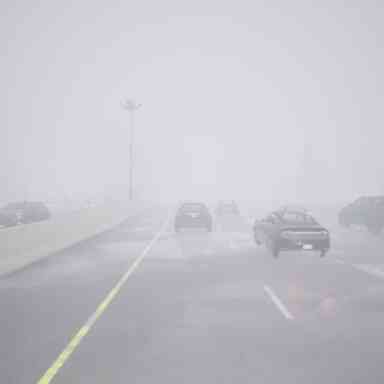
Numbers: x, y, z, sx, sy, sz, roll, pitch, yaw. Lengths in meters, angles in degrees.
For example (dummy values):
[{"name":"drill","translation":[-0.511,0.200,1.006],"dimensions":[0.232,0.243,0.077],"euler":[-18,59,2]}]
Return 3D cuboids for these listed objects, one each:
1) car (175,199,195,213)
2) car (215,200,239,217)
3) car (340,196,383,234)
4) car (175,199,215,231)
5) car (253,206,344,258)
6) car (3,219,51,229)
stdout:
[{"name":"car","translation":[-0.898,1.549,39.199],"dimensions":[2.033,1.411,5.357],"euler":[0,0,-6]},{"name":"car","translation":[3.178,1.493,31.502],"dimensions":[2.128,1.511,4.902],"euler":[0,0,-3]},{"name":"car","translation":[10.576,1.223,19.166],"dimensions":[2.150,2.045,5.566],"euler":[0,0,0]},{"name":"car","translation":[0.059,1.353,20.550],"dimensions":[2.097,1.767,4.553],"euler":[0,0,-1]},{"name":"car","translation":[3.596,1.492,12.786],"dimensions":[2.128,1.511,4.902],"euler":[0,0,0]},{"name":"car","translation":[-10.679,1.352,20.862],"dimensions":[2.097,1.767,4.553],"euler":[0,0,-1]}]
